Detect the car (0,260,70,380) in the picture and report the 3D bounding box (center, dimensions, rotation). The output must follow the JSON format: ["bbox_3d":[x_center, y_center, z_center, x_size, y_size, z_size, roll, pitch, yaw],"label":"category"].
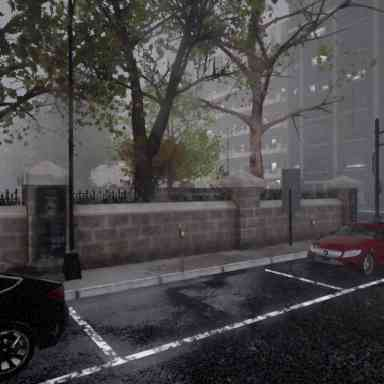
[{"bbox_3d":[-3.723,1.566,3.936,4.313,1.339,1.947,0,0,-35],"label":"car"}]

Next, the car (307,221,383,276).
[{"bbox_3d":[5.356,1.581,10.269,4.206,1.307,1.802,0,0,-35],"label":"car"}]
